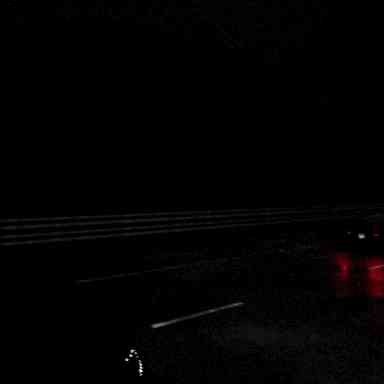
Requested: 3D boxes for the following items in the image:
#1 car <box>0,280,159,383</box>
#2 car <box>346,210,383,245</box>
[{"bbox_3d":[-2.901,1.221,1.689,5.566,2.045,2.150,0,0,-35],"label":"car"},{"bbox_3d":[8.328,1.500,13.998,4.674,1.442,1.812,0,0,-36],"label":"car"}]
